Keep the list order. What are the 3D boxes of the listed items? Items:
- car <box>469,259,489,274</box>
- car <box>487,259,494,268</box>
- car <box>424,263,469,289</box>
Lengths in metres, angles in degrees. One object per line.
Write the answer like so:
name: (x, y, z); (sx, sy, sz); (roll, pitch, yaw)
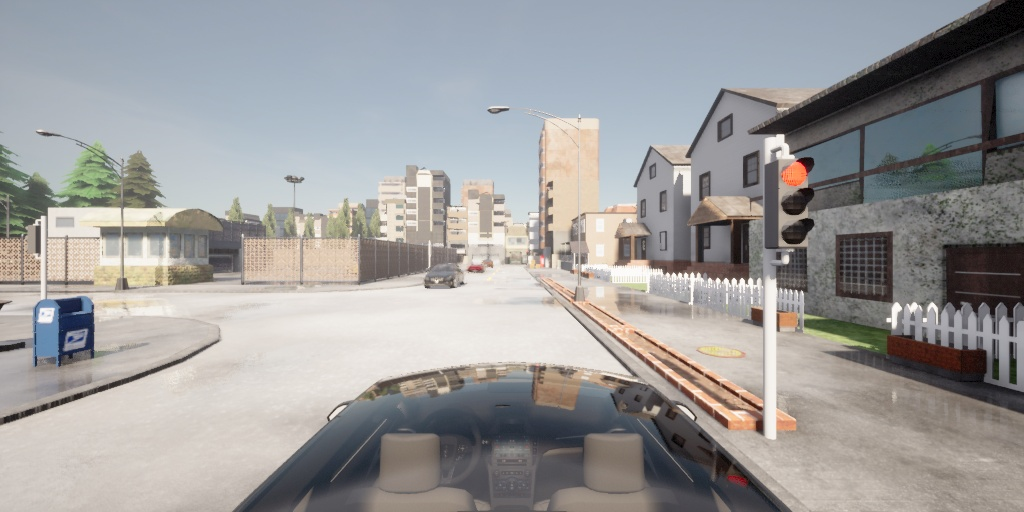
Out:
car: (-4.113, 1.351, 41.863); (1.895, 1.301, 4.718); (0, 0, 0)
car: (-4.024, 1.237, 59.448); (1.882, 1.535, 5.008); (0, 0, 0)
car: (-4.249, 1.255, 23.140); (1.837, 1.490, 4.892); (0, 0, 2)
